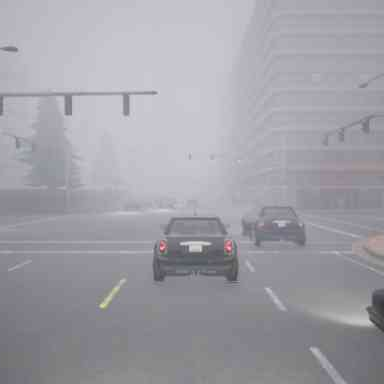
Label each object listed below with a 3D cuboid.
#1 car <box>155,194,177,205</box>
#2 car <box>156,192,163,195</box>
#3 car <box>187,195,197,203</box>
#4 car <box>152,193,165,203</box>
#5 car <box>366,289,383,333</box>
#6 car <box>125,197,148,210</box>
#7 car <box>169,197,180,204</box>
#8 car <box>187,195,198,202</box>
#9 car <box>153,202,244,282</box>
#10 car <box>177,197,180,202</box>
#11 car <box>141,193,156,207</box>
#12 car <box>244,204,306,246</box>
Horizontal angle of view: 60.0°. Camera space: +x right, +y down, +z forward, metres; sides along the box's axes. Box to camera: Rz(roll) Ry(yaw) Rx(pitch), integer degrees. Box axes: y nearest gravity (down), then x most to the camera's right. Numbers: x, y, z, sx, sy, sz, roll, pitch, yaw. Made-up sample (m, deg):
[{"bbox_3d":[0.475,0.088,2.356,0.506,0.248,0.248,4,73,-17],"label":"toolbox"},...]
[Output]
[{"bbox_3d":[-3.603,1.484,46.976,2.128,1.511,4.902,0,0,0],"label":"car"},{"bbox_3d":[-7.057,1.212,59.815,2.150,2.045,5.566,0,0,1],"label":"car"},{"bbox_3d":[-0.010,1.514,74.297,2.128,1.511,4.902,0,0,0],"label":"car"},{"bbox_3d":[-7.011,1.215,70.460,2.150,2.045,5.566,0,0,0],"label":"car"},{"bbox_3d":[3.600,1.548,2.655,2.033,1.411,5.357,0,0,0],"label":"car"},{"bbox_3d":[-7.106,1.594,41.506,1.895,1.301,4.718,0,0,0],"label":"car"},{"bbox_3d":[-3.510,1.591,66.995,1.895,1.301,4.718,0,0,0],"label":"car"},{"bbox_3d":[0.092,1.518,54.575,1.812,1.442,4.674,0,0,0],"label":"car"},{"bbox_3d":[0.089,1.351,9.935,2.097,1.767,4.553,0,0,0],"label":"car"},{"bbox_3d":[-3.579,1.555,56.863,1.994,1.385,4.181,0,0,0],"label":"car"},{"bbox_3d":[-7.096,1.344,50.401,2.097,1.767,4.553,0,0,0],"label":"car"},{"bbox_3d":[3.594,1.339,15.447,2.097,1.767,4.553,0,0,0],"label":"car"}]
